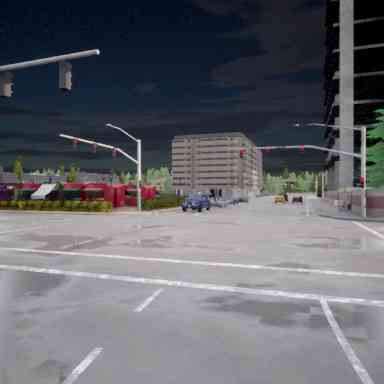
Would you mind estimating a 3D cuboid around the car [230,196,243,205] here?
[{"bbox_3d":[6.869,1.491,57.676,2.128,1.511,4.902,0,0,19],"label":"car"}]

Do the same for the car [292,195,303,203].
[{"bbox_3d":[21.449,1.478,67.601,1.882,1.535,5.008,0,0,19],"label":"car"}]

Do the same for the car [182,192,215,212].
[{"bbox_3d":[0.597,1.221,39.317,2.150,2.045,5.566,0,0,19],"label":"car"}]

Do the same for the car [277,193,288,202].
[{"bbox_3d":[21.547,1.225,78.822,2.150,2.045,5.566,0,0,19],"label":"car"}]

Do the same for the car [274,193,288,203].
[{"bbox_3d":[18.236,1.478,69.005,1.882,1.535,5.008,0,0,19],"label":"car"}]

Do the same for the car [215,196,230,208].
[{"bbox_3d":[3.746,1.601,48.558,1.895,1.301,4.718,0,0,19],"label":"car"}]

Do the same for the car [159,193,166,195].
[{"bbox_3d":[-7.964,1.209,81.445,4.605,1.855,1.932,0,0,19],"label":"car"}]

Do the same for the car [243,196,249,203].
[{"bbox_3d":[10.343,1.547,67.663,2.033,1.411,5.357,0,0,19],"label":"car"}]

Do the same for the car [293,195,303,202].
[{"bbox_3d":[24.742,1.525,77.344,2.128,1.511,4.902,0,0,19],"label":"car"}]
